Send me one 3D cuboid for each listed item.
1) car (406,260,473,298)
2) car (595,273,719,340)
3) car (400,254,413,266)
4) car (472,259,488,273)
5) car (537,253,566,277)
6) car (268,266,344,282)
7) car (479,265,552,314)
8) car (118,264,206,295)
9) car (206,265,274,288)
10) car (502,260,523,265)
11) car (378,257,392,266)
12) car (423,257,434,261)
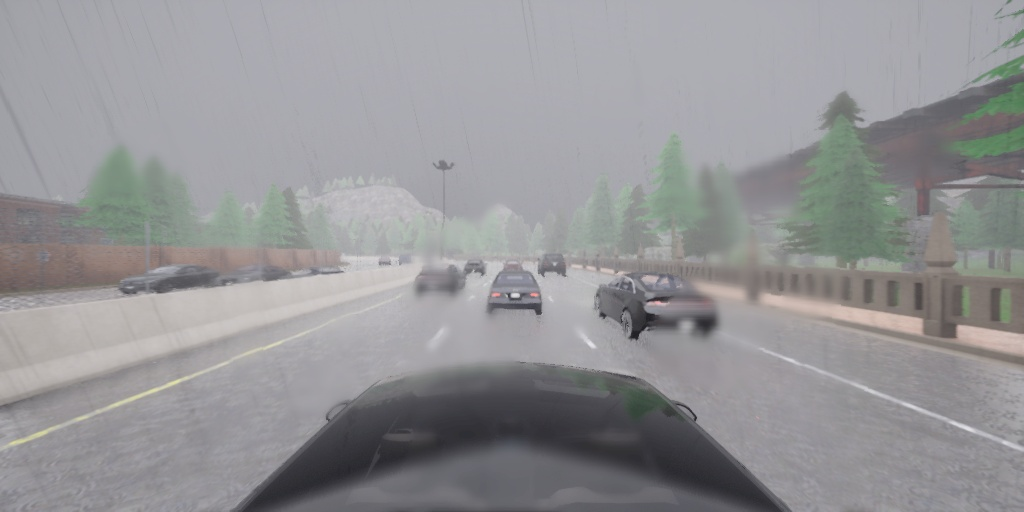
[{"bbox_3d":[-3.395,1.141,17.828,2.128,1.511,4.902,0,0,0],"label":"car"},{"bbox_3d":[3.593,1.195,9.775,2.128,1.511,4.902,0,1,0],"label":"car"},{"bbox_3d":[-18.000,0.611,61.522,2.150,2.045,5.566,0,0,-16],"label":"car"},{"bbox_3d":[-3.426,1.055,33.913,1.837,1.490,4.892,0,0,-1],"label":"car"},{"bbox_3d":[3.591,0.780,32.901,2.150,2.045,5.566,0,0,-1],"label":"car"},{"bbox_3d":[-10.595,1.237,19.485,1.895,1.301,4.718,0,0,0],"label":"car"},{"bbox_3d":[0.102,1.225,13.392,2.033,1.411,5.357,0,0,0],"label":"car"},{"bbox_3d":[-17.587,1.163,18.846,1.812,1.442,4.674,0,0,0],"label":"car"},{"bbox_3d":[-14.100,1.196,19.955,1.994,1.385,4.181,0,0,0],"label":"car"},{"bbox_3d":[0.051,1.072,34.818,1.812,1.442,4.674,0,0,-1],"label":"car"},{"bbox_3d":[-21.252,0.856,60.130,1.882,1.535,5.008,0,0,-16],"label":"car"},{"bbox_3d":[-12.886,0.917,55.695,1.837,1.490,4.892,1,0,-11],"label":"car"}]
